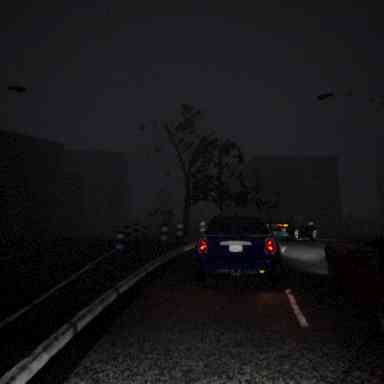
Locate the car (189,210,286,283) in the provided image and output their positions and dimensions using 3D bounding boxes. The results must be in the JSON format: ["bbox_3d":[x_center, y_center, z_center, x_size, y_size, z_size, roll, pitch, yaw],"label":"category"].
[{"bbox_3d":[1.431,1.351,9.854,2.097,1.767,4.553,-1,-1,11],"label":"car"}]

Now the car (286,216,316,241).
[{"bbox_3d":[6.181,2.247,20.564,1.837,1.490,4.892,-6,-8,40],"label":"car"}]

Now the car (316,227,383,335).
[{"bbox_3d":[3.992,1.552,6.314,1.895,1.301,4.718,-1,1,7],"label":"car"}]
